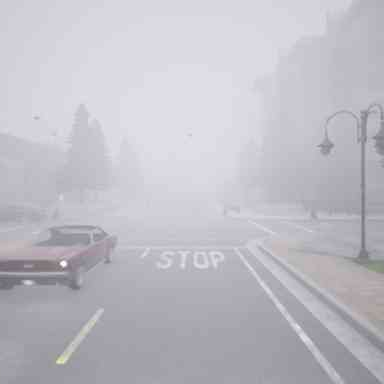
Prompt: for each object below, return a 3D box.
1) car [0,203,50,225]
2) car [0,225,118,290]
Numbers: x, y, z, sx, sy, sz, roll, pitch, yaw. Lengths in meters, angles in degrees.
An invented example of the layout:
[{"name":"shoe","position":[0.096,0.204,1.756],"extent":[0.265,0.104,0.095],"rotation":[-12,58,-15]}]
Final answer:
[{"name":"car","position":[-12.893,1.599,24.117],"extent":[4.892,1.490,1.837],"rotation":[0,-1,6]},{"name":"car","position":[-3.493,1.644,9.323],"extent":[1.895,1.301,4.718],"rotation":[0,0,0]}]
